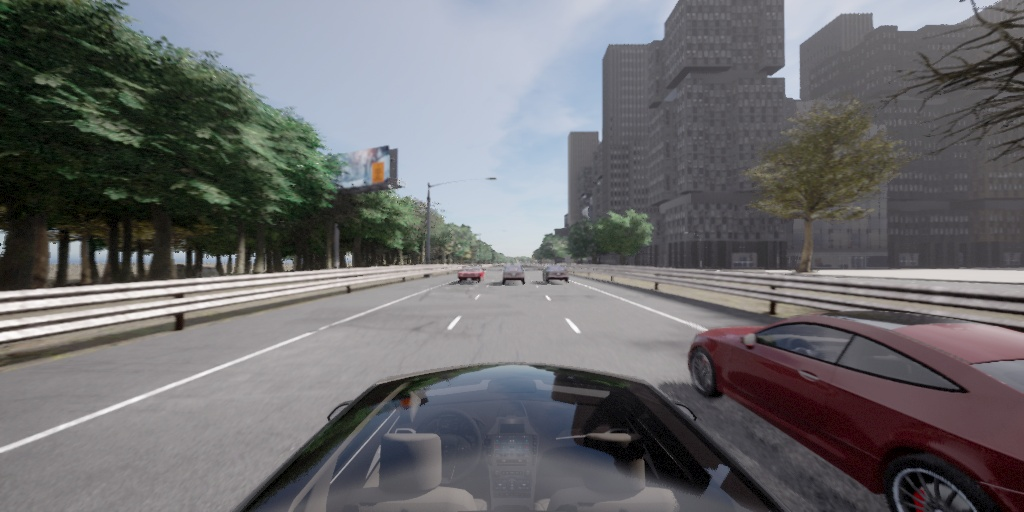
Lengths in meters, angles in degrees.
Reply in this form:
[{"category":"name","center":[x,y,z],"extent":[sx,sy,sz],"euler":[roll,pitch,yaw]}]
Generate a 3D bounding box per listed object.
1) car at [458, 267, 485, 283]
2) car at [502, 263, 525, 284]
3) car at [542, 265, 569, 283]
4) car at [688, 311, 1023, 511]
[{"category":"car","center":[-3.373,1.561,30.590],"extent":[1.895,1.301,4.718],"euler":[0,-1,0]},{"category":"car","center":[0.132,1.495,29.634],"extent":[2.033,1.411,5.357],"euler":[0,-1,0]},{"category":"car","center":[3.628,1.506,30.468],"extent":[2.033,1.411,5.357],"euler":[0,-1,0]},{"category":"car","center":[3.600,1.277,3.569],"extent":[1.812,1.442,4.674],"euler":[0,0,0]}]
